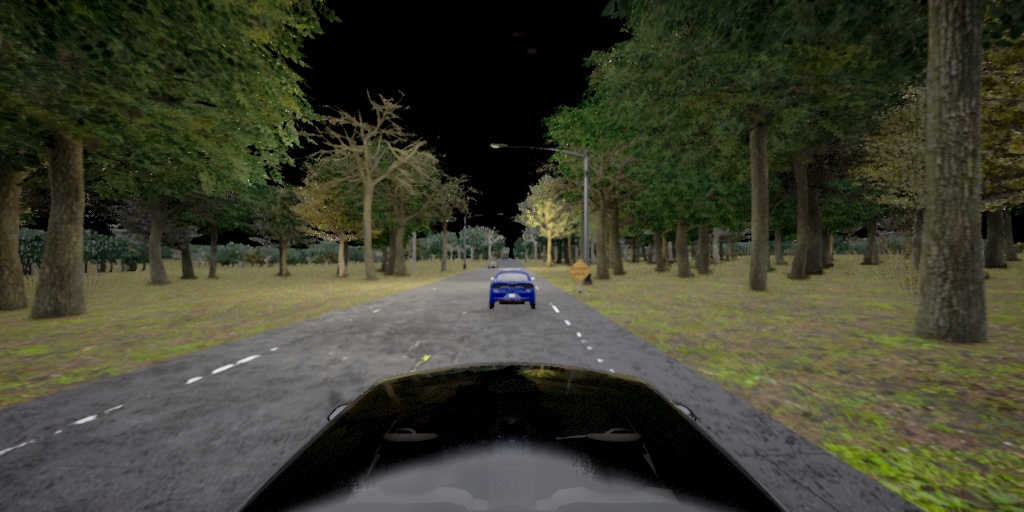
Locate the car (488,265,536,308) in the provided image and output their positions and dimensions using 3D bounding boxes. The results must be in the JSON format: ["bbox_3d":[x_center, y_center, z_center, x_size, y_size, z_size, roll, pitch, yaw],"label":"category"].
[{"bbox_3d":[0.031,1.375,16.098,1.882,1.535,5.008,0,0,1],"label":"car"}]

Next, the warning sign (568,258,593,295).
[{"bbox_3d":[3.550,1.040,18.724,1.300,1.860,1.060,0,0,0],"label":"warning sign"}]
